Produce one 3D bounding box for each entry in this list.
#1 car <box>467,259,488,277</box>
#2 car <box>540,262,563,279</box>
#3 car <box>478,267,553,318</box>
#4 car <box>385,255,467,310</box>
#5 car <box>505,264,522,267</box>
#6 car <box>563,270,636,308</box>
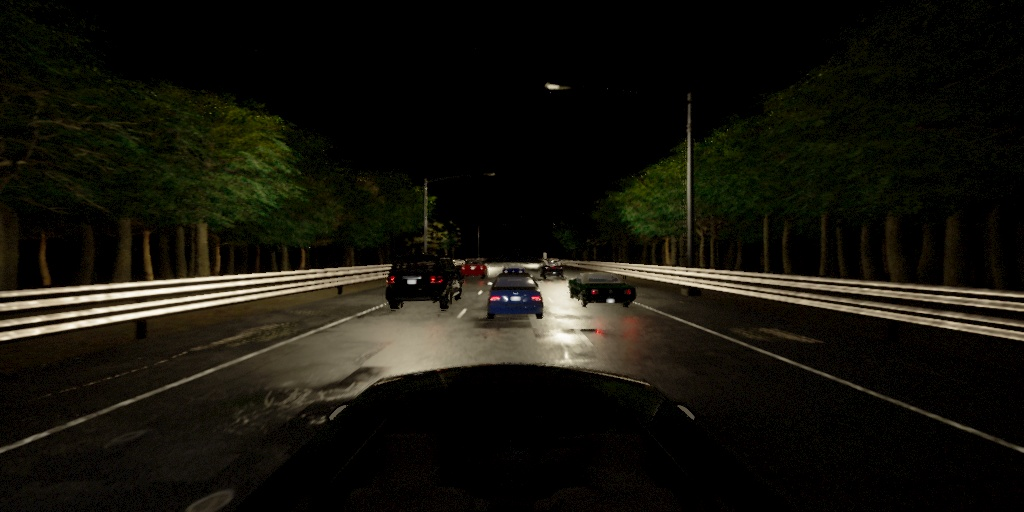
[{"bbox_3d":[-3.377,1.106,32.919,2.097,1.767,4.553,0,0,0],"label":"car"},{"bbox_3d":[3.623,1.245,33.151,2.128,1.511,4.902,0,0,0],"label":"car"},{"bbox_3d":[0.109,1.299,13.019,2.033,1.411,5.357,0,0,0],"label":"car"},{"bbox_3d":[-3.389,0.974,14.821,2.150,2.045,5.566,0,0,0],"label":"car"},{"bbox_3d":[0.122,1.355,31.924,1.895,1.301,4.718,0,0,0],"label":"car"},{"bbox_3d":[3.610,1.353,15.335,1.895,1.301,4.718,0,0,0],"label":"car"}]
